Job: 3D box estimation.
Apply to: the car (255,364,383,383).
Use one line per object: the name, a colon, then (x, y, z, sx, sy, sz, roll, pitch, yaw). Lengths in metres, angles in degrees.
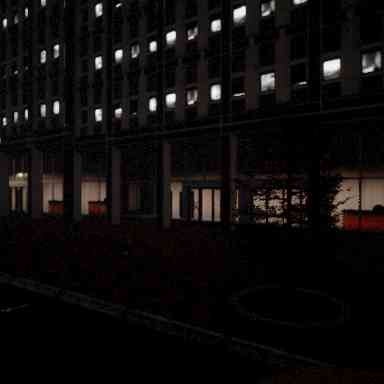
car: (2.263, 1.520, 1.261, 4.829, 1.417, 1.752, 0, 0, 35)
